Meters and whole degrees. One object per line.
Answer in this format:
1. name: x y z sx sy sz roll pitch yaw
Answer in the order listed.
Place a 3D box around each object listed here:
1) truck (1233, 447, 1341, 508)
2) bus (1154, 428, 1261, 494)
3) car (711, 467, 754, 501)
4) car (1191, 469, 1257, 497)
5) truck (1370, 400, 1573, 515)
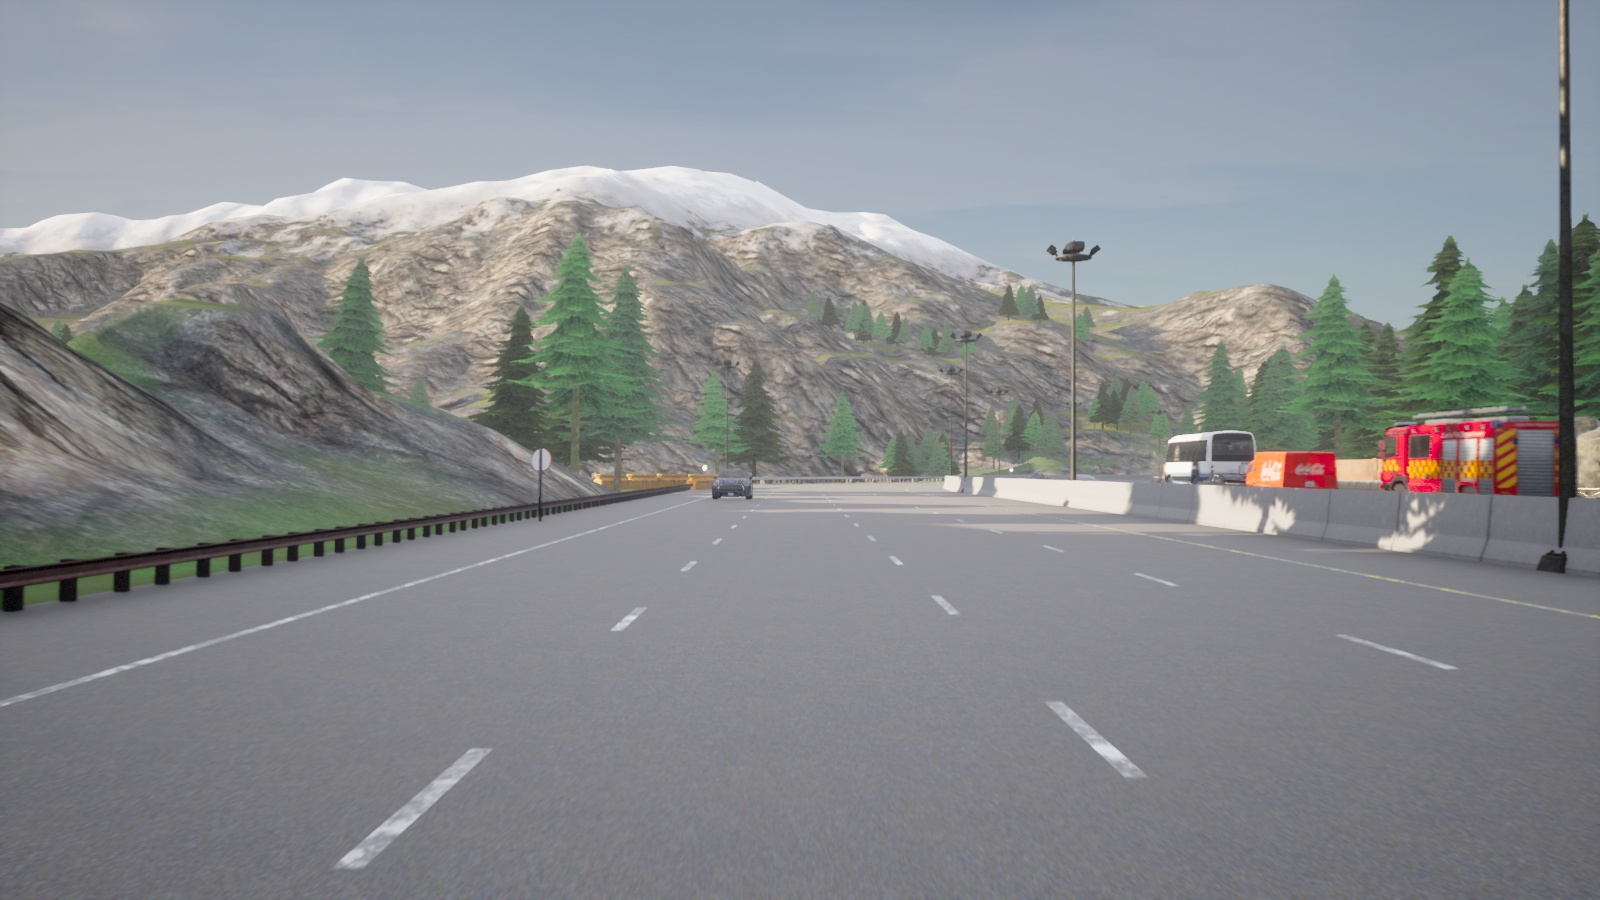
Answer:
1. truck: 20.866 1.154 54.101 2.627 2.467 5.204 0 -1 0
2. bus: 27.775 0.770 86.234 3.944 4.253 10.273 0 -1 0
3. car: -3.667 1.843 69.037 2.097 1.767 4.553 0 -1 0
4. car: 24.325 1.882 72.224 2.128 1.511 4.902 0 -1 0
5. truck: 24.383 0.326 46.225 2.891 3.827 8.468 0 -1 0
